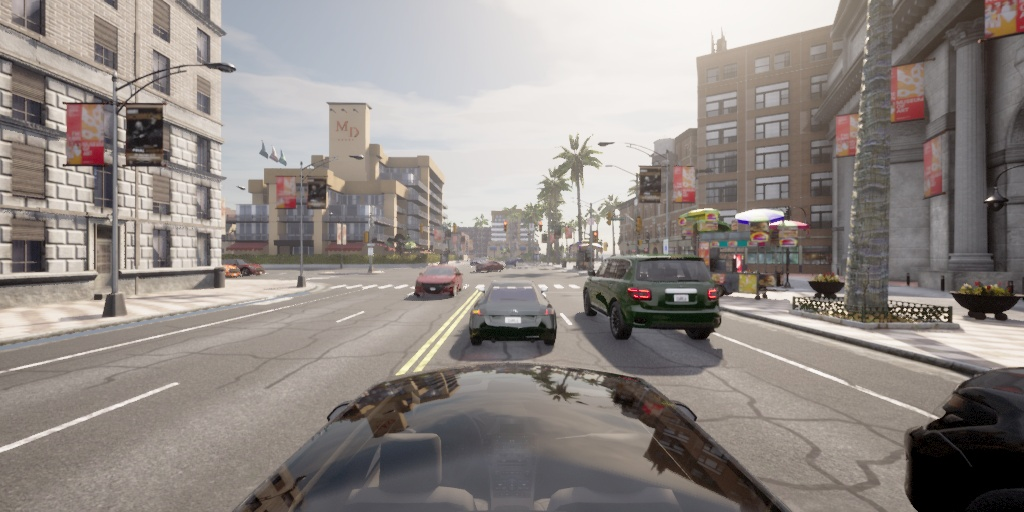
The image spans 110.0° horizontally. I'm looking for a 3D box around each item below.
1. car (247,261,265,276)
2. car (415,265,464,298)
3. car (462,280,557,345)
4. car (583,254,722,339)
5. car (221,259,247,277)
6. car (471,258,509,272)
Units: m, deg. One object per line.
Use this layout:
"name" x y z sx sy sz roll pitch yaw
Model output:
"car" -27.401 1.094 35.886 4.553 1.767 2.097 0 0 -1
"car" -3.660 1.223 18.772 1.882 1.535 5.008 0 0 -2
"car" 0.028 1.312 9.517 1.994 1.385 4.181 0 0 0
"car" 3.529 0.969 10.152 2.150 2.045 5.566 0 0 0
"car" -27.274 1.095 32.385 4.553 1.767 2.097 0 0 -1
"car" -2.722 1.265 44.987 1.812 1.442 4.674 0 0 31
